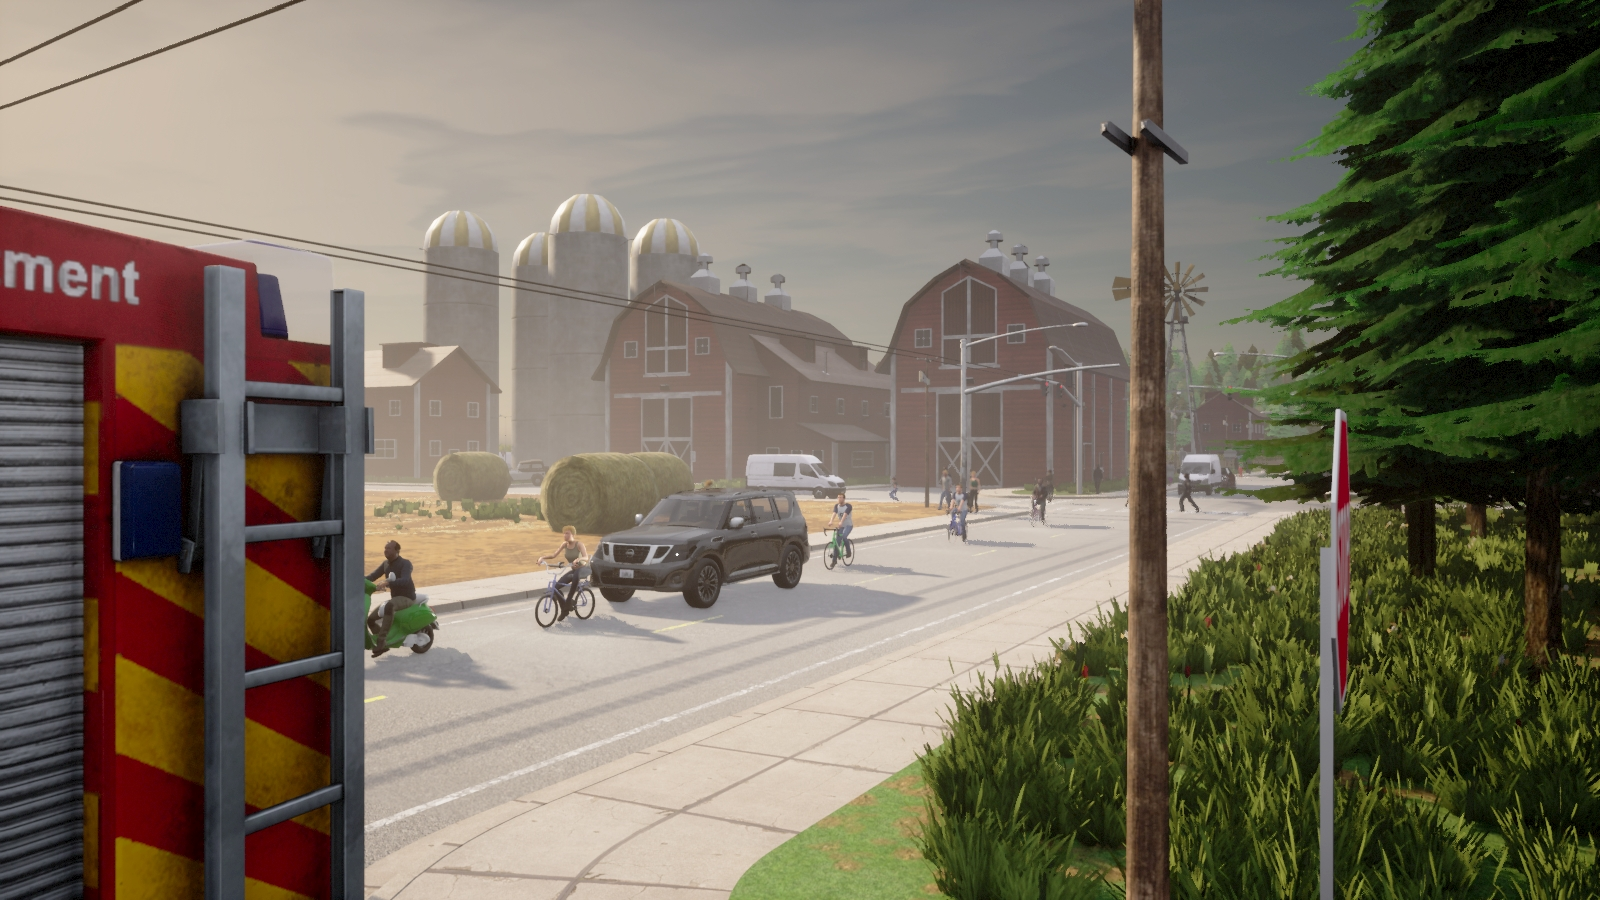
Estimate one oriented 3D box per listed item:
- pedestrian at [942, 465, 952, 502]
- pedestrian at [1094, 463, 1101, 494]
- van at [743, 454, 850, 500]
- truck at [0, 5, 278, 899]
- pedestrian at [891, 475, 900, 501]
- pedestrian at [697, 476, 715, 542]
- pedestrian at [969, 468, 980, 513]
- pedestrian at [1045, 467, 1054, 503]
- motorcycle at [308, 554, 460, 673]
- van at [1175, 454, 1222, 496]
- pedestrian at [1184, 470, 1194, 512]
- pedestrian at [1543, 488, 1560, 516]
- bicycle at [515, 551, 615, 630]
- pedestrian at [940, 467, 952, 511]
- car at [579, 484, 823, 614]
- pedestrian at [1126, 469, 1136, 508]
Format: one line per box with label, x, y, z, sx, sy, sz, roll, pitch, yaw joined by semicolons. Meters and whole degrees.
pedestrian;7.372;1.670;57.248;0.375;1.860;0.375;0;0;27
pedestrian;17.741;1.695;68.055;0.375;1.860;0.375;0;0;22
van;-0.213;1.504;65.703;5.915;2.561;1.988;0;0;27
truck;-6.065;0.867;3.670;8.468;3.827;2.891;0;0;21
pedestrian;4.909;1.951;58.654;0.375;1.300;0.375;0;0;22
pedestrian;-2.681;1.690;32.636;0.375;1.860;0.375;0;0;45
pedestrian;7.290;1.695;47.699;0.375;1.860;0.375;0;0;29
pedestrian;13.040;1.824;59.680;0.375;1.860;0.375;0;0;31
motorcycle;-5.554;2.142;15.367;0.856;1.316;1.805;0;0;28
van;25.725;1.534;73.540;1.988;2.561;5.915;0;0;28
pedestrian;17.371;1.846;51.063;0.375;1.860;0.375;0;0;29
pedestrian;29.700;2.050;45.150;0.500;1.100;0.500;0;0;42
bicycle;-3.813;2.256;18.635;0.859;1.080;1.487;0;0;28
pedestrian;6.249;1.682;48.938;0.375;1.860;0.375;0;0;-42
car;-1.736;1.779;22.479;2.150;2.045;5.566;0;0;27
pedestrian;15.720;1.833;54.242;0.375;1.860;0.375;0;0;28
